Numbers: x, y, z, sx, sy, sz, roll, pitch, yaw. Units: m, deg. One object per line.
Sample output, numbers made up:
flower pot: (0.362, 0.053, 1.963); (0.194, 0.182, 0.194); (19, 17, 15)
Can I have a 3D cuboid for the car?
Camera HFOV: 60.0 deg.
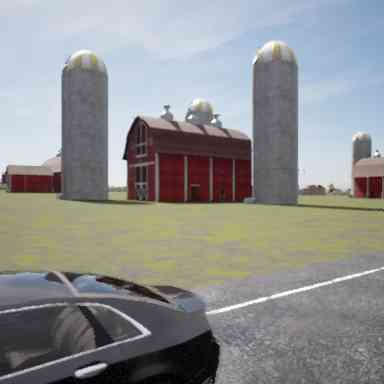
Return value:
car: (-1.988, 1.503, 2.573); (4.892, 1.490, 1.837); (1, 0, -35)
